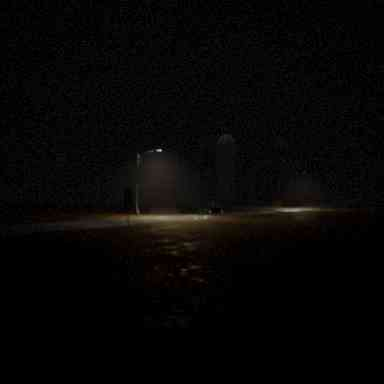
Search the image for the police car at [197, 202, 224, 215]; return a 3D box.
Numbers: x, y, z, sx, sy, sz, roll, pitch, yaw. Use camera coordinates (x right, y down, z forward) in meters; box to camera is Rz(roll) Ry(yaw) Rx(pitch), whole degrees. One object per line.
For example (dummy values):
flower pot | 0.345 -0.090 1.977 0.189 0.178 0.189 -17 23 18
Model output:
police car | 2.544 2.221 45.655 1.930 1.638 5.238 1 -1 36
